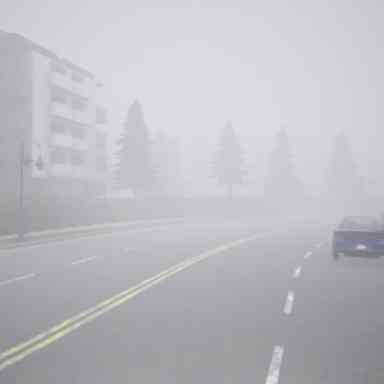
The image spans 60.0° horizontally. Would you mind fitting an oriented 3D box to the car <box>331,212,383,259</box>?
[{"bbox_3d":[6.564,1.608,12.723,1.882,1.535,5.008,-1,0,29],"label":"car"}]
